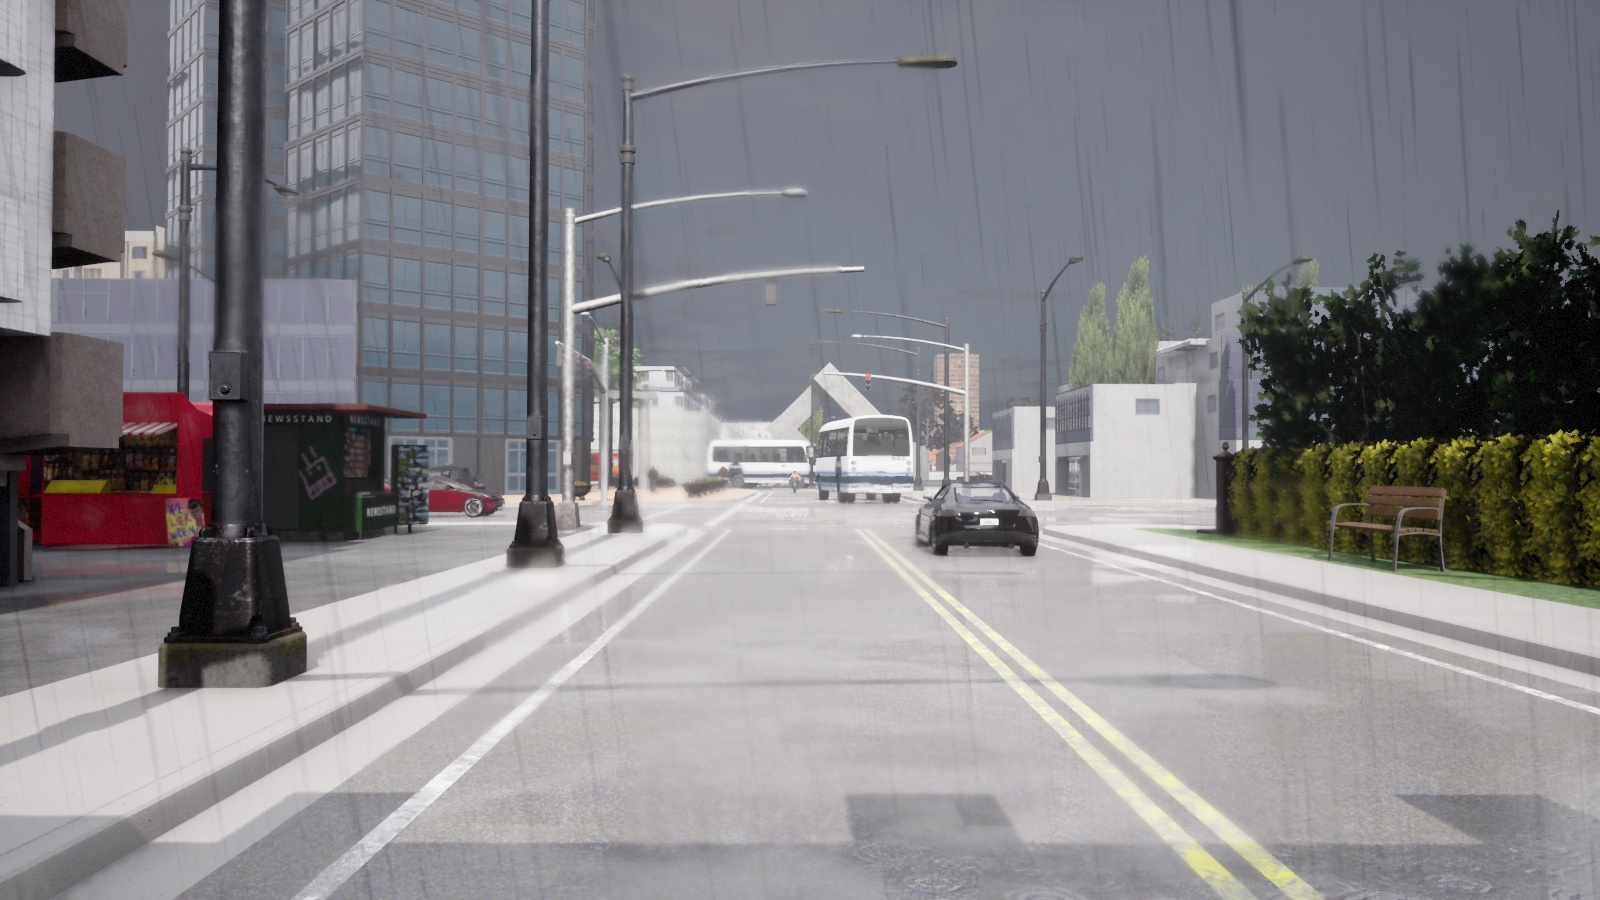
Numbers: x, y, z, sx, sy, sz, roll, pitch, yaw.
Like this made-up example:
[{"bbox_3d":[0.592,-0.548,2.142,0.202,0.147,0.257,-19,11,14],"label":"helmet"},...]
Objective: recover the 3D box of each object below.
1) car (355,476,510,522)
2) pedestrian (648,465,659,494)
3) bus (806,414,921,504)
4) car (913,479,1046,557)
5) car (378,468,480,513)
[{"bbox_3d":[-12.762,1.706,43.871,4.792,1.488,2.163,-1,-1,-1],"label":"car"},{"bbox_3d":[-9.496,1.915,81.317,0.634,1.844,0.899,0,-1,-8],"label":"pedestrian"},{"bbox_3d":[3.052,0.513,64.891,3.944,4.253,10.273,0,-1,-9],"label":"bus"},{"bbox_3d":[3.437,1.280,24.800,1.994,1.385,4.181,0,-1,0],"label":"car"},{"bbox_3d":[-16.010,1.730,54.338,3.866,1.878,1.905,-1,-1,-1],"label":"car"}]
